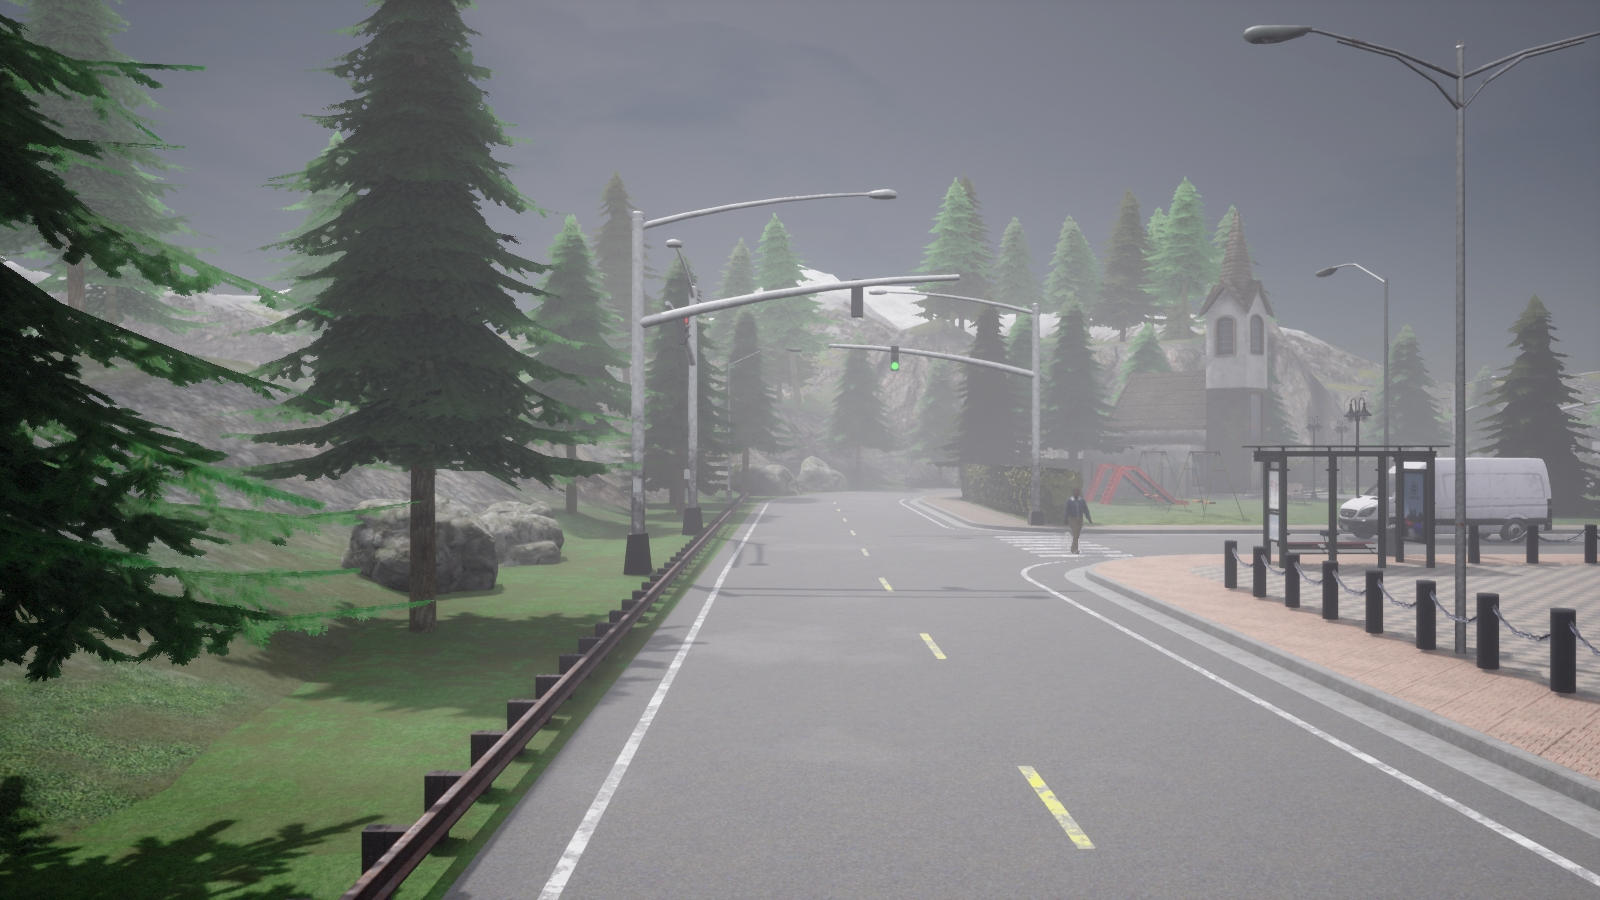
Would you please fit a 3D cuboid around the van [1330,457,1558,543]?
[{"bbox_3d":[19.746,1.515,35.223,5.915,2.561,1.988,0,0,0],"label":"van"}]

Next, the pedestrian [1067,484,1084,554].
[{"bbox_3d":[7.331,1.833,30.421,0.375,1.860,0.375,0,0,0],"label":"pedestrian"}]
